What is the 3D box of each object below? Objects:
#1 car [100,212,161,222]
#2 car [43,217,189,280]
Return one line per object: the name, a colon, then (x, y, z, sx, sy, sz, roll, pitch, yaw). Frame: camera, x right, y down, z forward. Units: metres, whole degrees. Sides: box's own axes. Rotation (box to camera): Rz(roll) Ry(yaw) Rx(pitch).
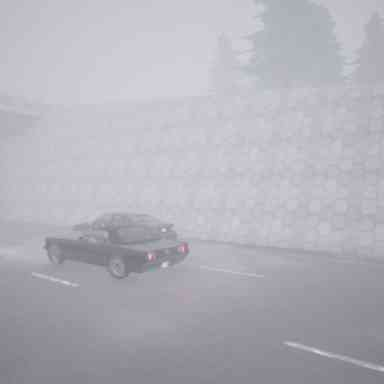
car: (-3.166, 1.607, 14.964, 5.357, 1.411, 2.033, 0, 0, 36)
car: (-2.499, 1.641, 10.123, 4.718, 1.301, 1.895, 0, 0, 36)
